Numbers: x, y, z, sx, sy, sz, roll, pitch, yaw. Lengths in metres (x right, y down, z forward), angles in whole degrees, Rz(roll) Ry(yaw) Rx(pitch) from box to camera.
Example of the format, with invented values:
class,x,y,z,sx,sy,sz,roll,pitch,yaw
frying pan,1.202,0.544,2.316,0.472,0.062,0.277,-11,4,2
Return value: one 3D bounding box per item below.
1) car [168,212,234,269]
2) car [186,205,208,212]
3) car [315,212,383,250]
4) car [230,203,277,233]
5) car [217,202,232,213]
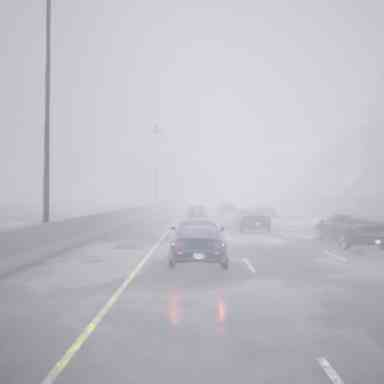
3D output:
class,x,y,z,sx,sy,sz,roll,pitch,yaw
car,0.204,1.639,11.566,1.812,1.442,4.674,0,-1,1
car,0.437,1.839,29.894,2.033,1.411,5.357,0,-1,1
car,7.264,1.709,15.359,1.837,1.490,4.892,0,-1,1
car,3.841,1.718,21.795,1.882,1.535,5.008,0,0,1
car,4.047,1.911,38.733,1.837,1.490,4.892,0,0,1
